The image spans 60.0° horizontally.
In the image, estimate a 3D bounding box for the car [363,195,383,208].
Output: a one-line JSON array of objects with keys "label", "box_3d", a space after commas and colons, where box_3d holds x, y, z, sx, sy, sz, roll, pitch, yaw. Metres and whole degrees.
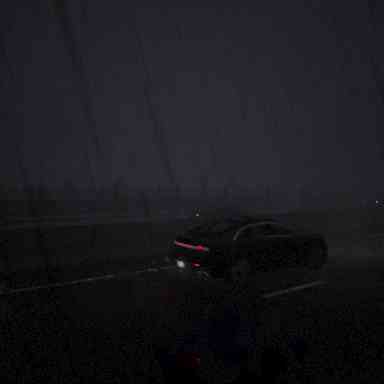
[{"label": "car", "box_3d": [23.110, 1.102, 41.036, 4.553, 1.767, 2.097, 0, 0, -34]}]

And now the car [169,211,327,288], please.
[{"label": "car", "box_3d": [1.719, 1.446, 9.117, 4.902, 1.511, 2.128, 0, 0, -35]}]

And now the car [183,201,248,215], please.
[{"label": "car", "box_3d": [1.589, 1.391, 22.049, 4.902, 1.511, 2.128, 0, 0, -34]}]
